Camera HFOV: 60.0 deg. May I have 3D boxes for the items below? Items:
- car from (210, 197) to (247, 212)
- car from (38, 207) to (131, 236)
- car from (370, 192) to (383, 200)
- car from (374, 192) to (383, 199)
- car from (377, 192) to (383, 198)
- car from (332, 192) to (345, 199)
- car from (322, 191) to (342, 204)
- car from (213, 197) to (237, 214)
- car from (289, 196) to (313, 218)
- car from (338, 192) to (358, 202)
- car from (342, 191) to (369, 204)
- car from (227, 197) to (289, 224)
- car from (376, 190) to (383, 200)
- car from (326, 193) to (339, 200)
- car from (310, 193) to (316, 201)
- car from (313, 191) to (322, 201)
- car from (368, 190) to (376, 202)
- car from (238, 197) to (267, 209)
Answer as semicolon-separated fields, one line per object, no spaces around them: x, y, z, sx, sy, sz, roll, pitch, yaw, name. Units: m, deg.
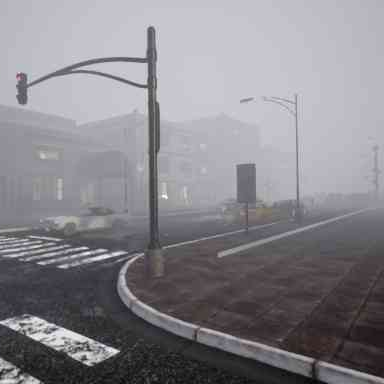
3.985;1.290;35.415;1.752;1.417;4.829;-1;0;36;car
-5.673;1.508;17.986;1.895;1.301;4.718;-1;0;39;car
36.914;0.771;66.398;1.947;1.339;4.313;-1;0;36;car
40.171;0.721;70.871;1.947;1.339;4.313;-1;0;36;car
43.254;0.652;75.091;1.887;1.381;4.507;-1;0;36;car
33.399;0.743;75.805;1.967;1.590;4.097;-1;0;36;car
21.414;0.811;49.532;2.097;1.767;4.553;-1;0;36;car
4.224;1.241;31.357;2.128;1.511;4.902;-1;0;36;car
7.599;1.217;26.146;2.008;1.369;4.403;-1;0;36;car
26.651;0.869;56.728;2.128;1.511;4.902;-1;0;36;car
22.927;0.898;46.443;1.882;1.535;5.008;-1;0;36;car
4.441;1.242;21.811;1.752;1.417;4.829;-1;0;36;car
33.654;0.570;61.925;2.192;1.841;5.009;-1;0;36;car
30.143;0.935;71.333;1.802;1.307;4.206;-1;0;36;car
15.262;1.173;46.378;1.895;1.301;4.718;-1;0;36;car
23.625;0.769;62.388;2.192;1.841;5.009;-1;0;36;car
27.053;0.860;52.098;1.837;1.490;4.892;-1;0;36;car
7.343;1.293;40.026;1.802;1.307;4.206;-1;0;36;car
